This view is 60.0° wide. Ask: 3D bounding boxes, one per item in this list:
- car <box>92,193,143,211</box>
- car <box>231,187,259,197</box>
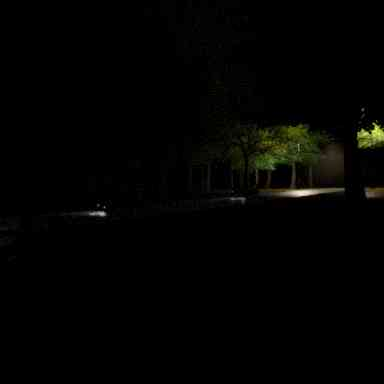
[{"bbox_3d":[-5.990,0.761,27.084,1.994,1.385,4.181,-1,2,38],"label":"car"},{"bbox_3d":[7.064,-0.031,44.048,1.895,1.301,4.718,-1,2,38],"label":"car"}]
